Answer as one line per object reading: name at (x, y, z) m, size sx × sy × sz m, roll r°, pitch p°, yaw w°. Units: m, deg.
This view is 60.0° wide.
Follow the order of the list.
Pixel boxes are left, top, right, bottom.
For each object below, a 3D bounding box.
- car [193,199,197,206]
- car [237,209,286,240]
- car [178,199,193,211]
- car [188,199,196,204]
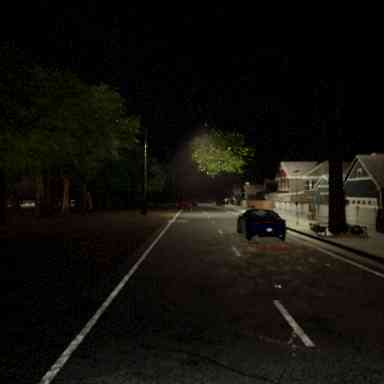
car at (0.001, 2.261, 70.288) m, size 2.033 × 1.411 × 5.357 m, roll 0°, pitch -1°, yaw 0°
car at (3.600, 1.637, 17.923) m, size 1.882 × 1.535 × 5.008 m, roll 0°, pitch -1°, yaw 0°
car at (-1.225, 2.149, 51.989) m, size 1.812 × 1.442 × 4.674 m, roll 0°, pitch -1°, yaw 0°
car at (0.001, 2.556, 89.814) m, size 2.033 × 1.411 × 5.357 m, roll 0°, pitch -1°, yaw 0°
